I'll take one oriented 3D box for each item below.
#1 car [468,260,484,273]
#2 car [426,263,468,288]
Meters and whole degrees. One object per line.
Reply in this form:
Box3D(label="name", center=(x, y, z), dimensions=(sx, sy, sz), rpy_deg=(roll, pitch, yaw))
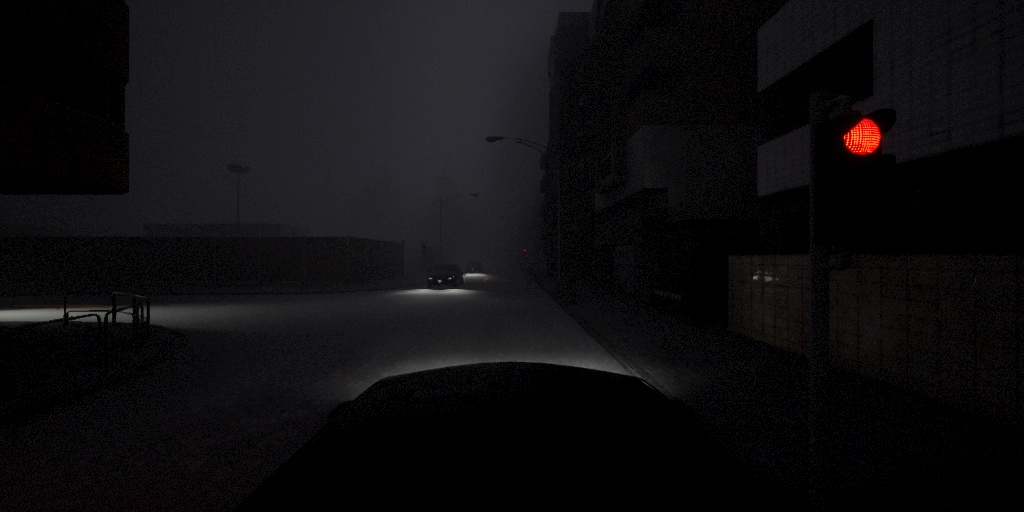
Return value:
Box3D(label="car", center=(-4.474, 1.241, 43.238), dimensions=(2.128, 1.511, 4.902), rpy_deg=(0, 0, 0))
Box3D(label="car", center=(-4.308, 1.255, 23.661), dimensions=(1.837, 1.490, 4.892), rpy_deg=(0, 0, -1))
